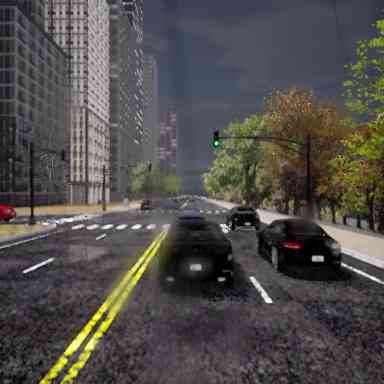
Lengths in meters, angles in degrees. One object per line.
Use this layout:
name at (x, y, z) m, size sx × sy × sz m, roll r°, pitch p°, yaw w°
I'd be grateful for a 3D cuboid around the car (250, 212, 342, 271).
car at (3.339, 1.619, 11.098) m, size 1.812 × 1.442 × 4.674 m, roll 0°, pitch 0°, yaw 0°

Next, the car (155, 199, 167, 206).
car at (-6.503, 2.124, 69.927) m, size 2.033 × 1.411 × 5.357 m, roll 0°, pitch 0°, yaw 0°

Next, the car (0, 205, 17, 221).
car at (-19.834, 1.789, 31.751) m, size 5.566 × 2.045 × 2.150 m, roll -1°, pitch 0°, yaw 0°

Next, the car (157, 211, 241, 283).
car at (0.096, 1.561, 9.919) m, size 1.882 × 1.535 × 5.008 m, roll 0°, pitch 0°, yaw 0°

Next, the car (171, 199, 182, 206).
car at (-3.252, 2.141, 71.840) m, size 2.033 × 1.411 × 5.357 m, roll 0°, pitch 0°, yaw 0°

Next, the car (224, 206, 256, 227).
car at (3.342, 1.693, 22.361) m, size 1.837 × 1.490 × 4.892 m, roll 0°, pitch 0°, yaw 0°

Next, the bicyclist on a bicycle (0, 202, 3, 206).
bicyclist on a bicycle at (-24.651, 1.941, 42.628) m, size 0.582 × 1.620 × 1.656 m, roll -1°, pitch 0°, yaw 0°

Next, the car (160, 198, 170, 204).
car at (-6.502, 2.215, 80.463) m, size 2.033 × 1.411 × 5.357 m, roll 0°, pitch 0°, yaw 0°

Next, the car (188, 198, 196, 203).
car at (-0.003, 2.316, 91.982) m, size 2.033 × 1.411 × 5.357 m, roll 0°, pitch -1°, yaw 0°

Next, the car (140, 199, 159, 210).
car at (-6.590, 1.923, 50.011) m, size 1.837 × 1.490 × 4.892 m, roll 0°, pitch 0°, yaw 0°

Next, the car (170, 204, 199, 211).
car at (-0.228, 1.727, 21.442) m, size 2.033 × 1.411 × 5.357 m, roll 0°, pitch 0°, yaw -4°

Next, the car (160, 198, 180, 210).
car at (-3.339, 1.977, 51.349) m, size 2.033 × 1.411 × 5.357 m, roll 0°, pitch 0°, yaw 0°
